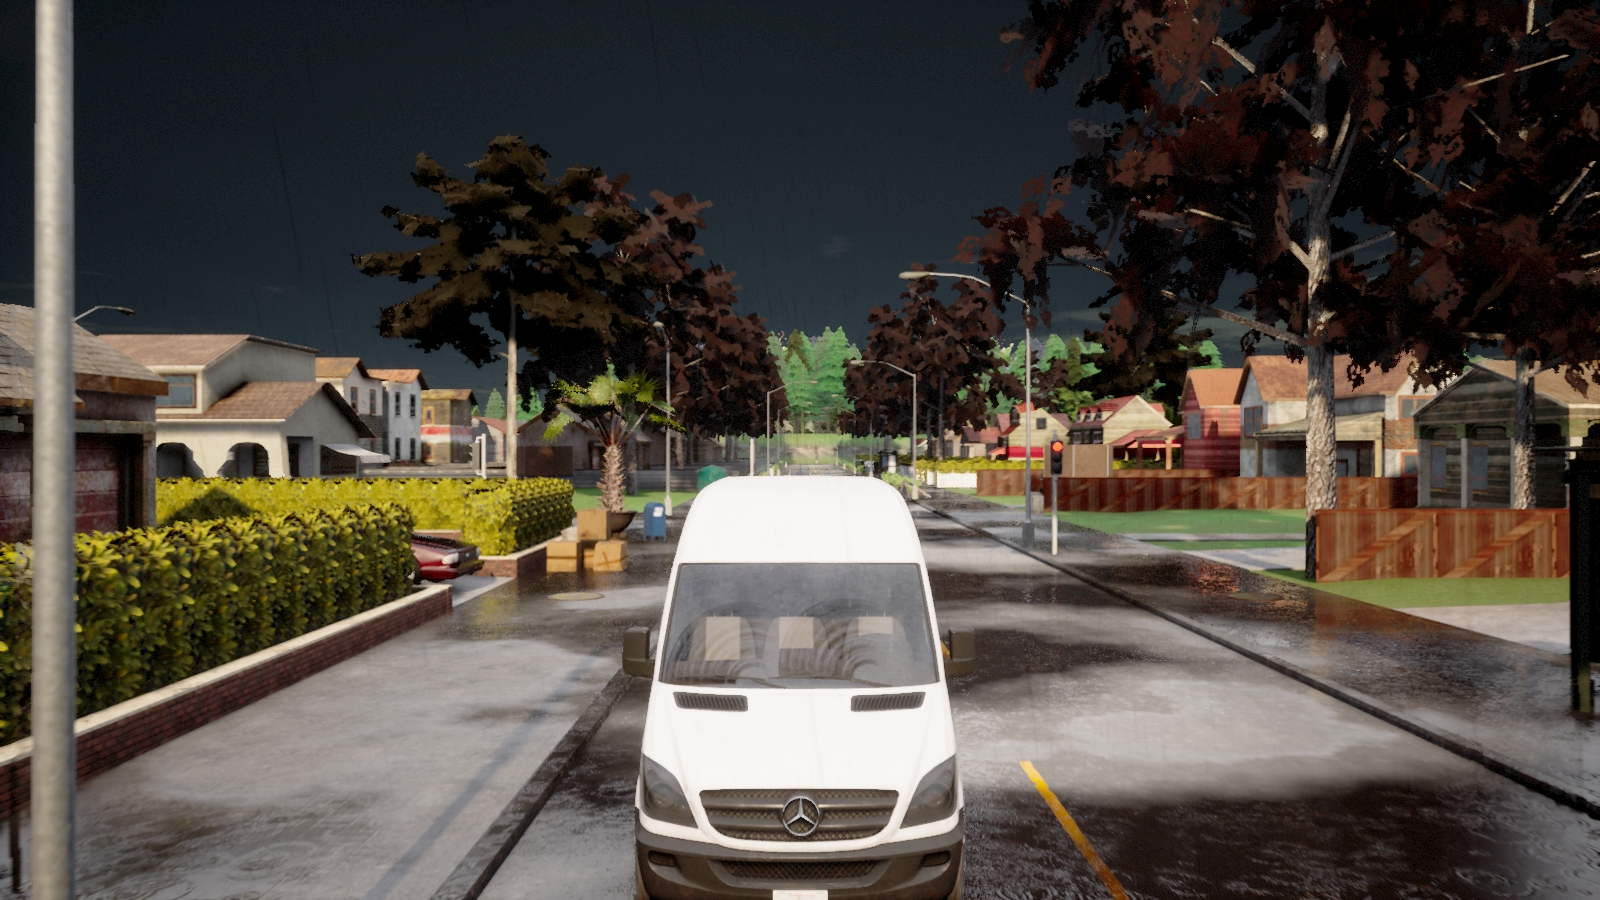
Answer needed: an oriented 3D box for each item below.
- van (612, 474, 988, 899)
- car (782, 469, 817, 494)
[{"bbox_3d":[0.002,1.535,9.004,1.988,2.561,5.915,0,0,0],"label":"van"},{"bbox_3d":[-0.010,2.063,75.870,2.231,1.480,4.892,0,0,0],"label":"car"}]
